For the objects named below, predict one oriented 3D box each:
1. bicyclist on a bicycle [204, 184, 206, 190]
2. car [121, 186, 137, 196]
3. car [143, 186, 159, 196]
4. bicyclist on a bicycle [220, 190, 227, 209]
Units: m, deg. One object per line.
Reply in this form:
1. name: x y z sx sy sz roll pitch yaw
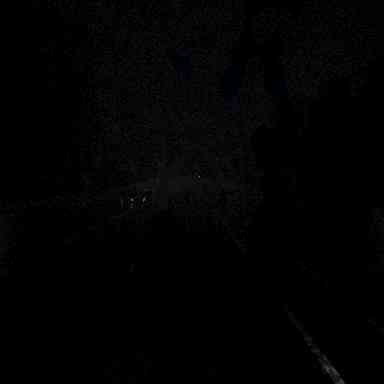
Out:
1. bicyclist on a bicycle: 2.835 -1.214 72.707 0.659 1.776 1.843 0 3 0
2. car: -9.356 -0.136 49.871 1.812 1.442 4.674 0 2 1
3. car: -6.104 -0.184 49.880 1.882 1.535 5.008 0 2 1
4. bicyclist on a bicycle: 2.459 0.636 26.086 0.582 1.620 1.656 0 2 0
